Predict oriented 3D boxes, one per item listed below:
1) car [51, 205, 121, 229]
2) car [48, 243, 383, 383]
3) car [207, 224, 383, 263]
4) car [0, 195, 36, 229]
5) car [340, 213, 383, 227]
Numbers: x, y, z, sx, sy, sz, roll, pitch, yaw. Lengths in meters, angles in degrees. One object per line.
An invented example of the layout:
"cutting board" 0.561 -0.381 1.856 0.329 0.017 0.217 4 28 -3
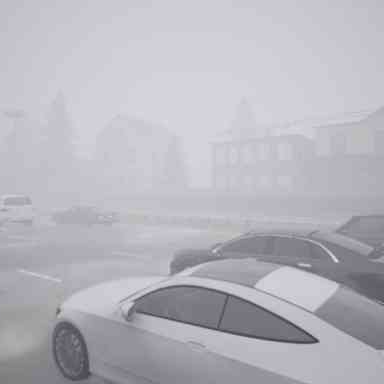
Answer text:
"car" -7.097 1.551 21.965 5.357 1.411 2.033 0 0 36
"car" 0.322 1.526 3.764 4.674 1.442 1.812 0 0 36
"car" 1.716 1.505 7.070 4.892 1.490 1.837 0 0 36
"car" -12.325 1.225 21.397 5.566 2.045 2.150 0 0 36
"car" 4.861 1.352 9.124 4.553 1.767 2.097 0 0 36
